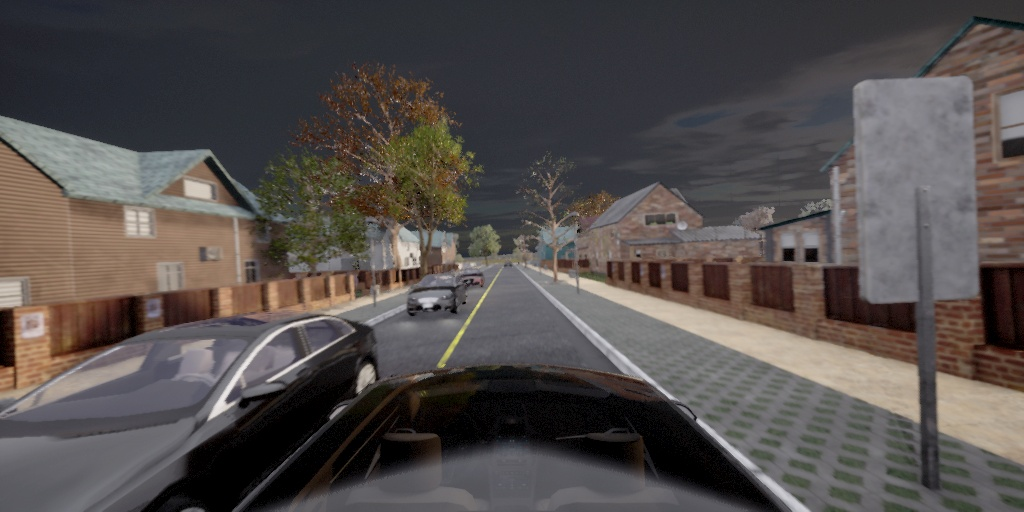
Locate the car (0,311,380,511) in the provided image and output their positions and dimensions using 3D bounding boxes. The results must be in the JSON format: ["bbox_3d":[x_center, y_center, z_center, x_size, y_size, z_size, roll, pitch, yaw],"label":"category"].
[{"bbox_3d":[-2.812,1.392,3.397,2.128,1.511,4.902,-3,0,-2],"label":"car"}]

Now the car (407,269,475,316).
[{"bbox_3d":[-2.976,1.495,14.979,2.128,1.511,4.902,-3,-1,-1],"label":"car"}]

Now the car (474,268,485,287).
[{"bbox_3d":[-3.110,1.670,27.515,1.994,1.385,4.181,-3,-1,-1],"label":"car"}]
